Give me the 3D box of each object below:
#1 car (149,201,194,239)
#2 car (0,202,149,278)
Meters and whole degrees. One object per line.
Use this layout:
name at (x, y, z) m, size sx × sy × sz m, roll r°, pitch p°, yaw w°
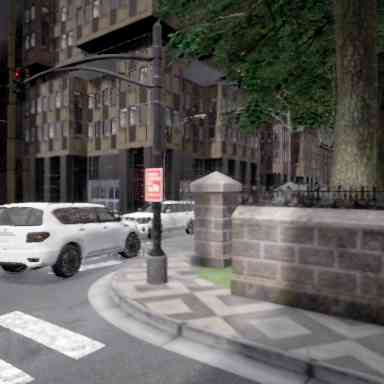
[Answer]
car at (-1.732, 1.531, 19.568) m, size 2.150 × 2.045 × 5.566 m, roll 0°, pitch -1°, yaw 35°
car at (-3.780, 1.369, 10.932) m, size 2.150 × 2.045 × 5.566 m, roll -1°, pitch -2°, yaw 20°
